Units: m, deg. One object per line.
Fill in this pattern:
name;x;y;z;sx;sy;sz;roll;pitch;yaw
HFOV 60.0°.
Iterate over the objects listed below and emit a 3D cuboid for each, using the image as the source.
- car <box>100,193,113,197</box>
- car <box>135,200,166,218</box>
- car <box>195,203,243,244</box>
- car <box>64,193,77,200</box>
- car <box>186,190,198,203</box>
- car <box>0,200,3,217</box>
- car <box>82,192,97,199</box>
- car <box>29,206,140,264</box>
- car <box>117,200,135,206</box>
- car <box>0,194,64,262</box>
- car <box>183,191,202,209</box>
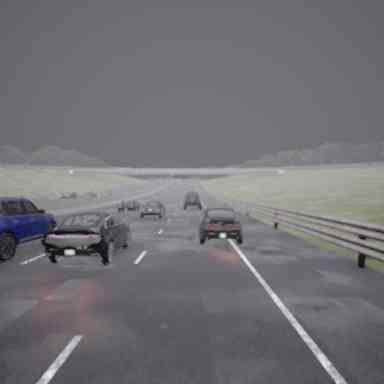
car;-17.501;0.854;68.298;1.812;1.442;4.674;0;2;0
car;-3.401;1.506;29.453;2.033;1.411;5.357;0;0;0
car;1.224;1.475;15.589;1.837;1.490;4.892;0;0;0
car;-24.502;0.855;66.425;1.882;1.535;5.008;0;2;0
car;-0.003;0.791;59.225;2.150;2.045;5.566;0;1;0
car;-17.597;1.468;26.943;1.837;1.490;4.892;0;0;0
car;-21.002;0.854;68.298;2.128;1.511;4.902;0;2;0
car;-3.400;1.465;11.681;2.128;1.511;4.902;0;0;0
car;-6.901;1.520;36.984;1.895;1.301;4.718;0;0;0
car;-6.900;1.195;12.104;2.150;2.045;5.566;0;0;0
car;0.073;1.079;43.429;2.150;2.045;5.566;0;1;0
